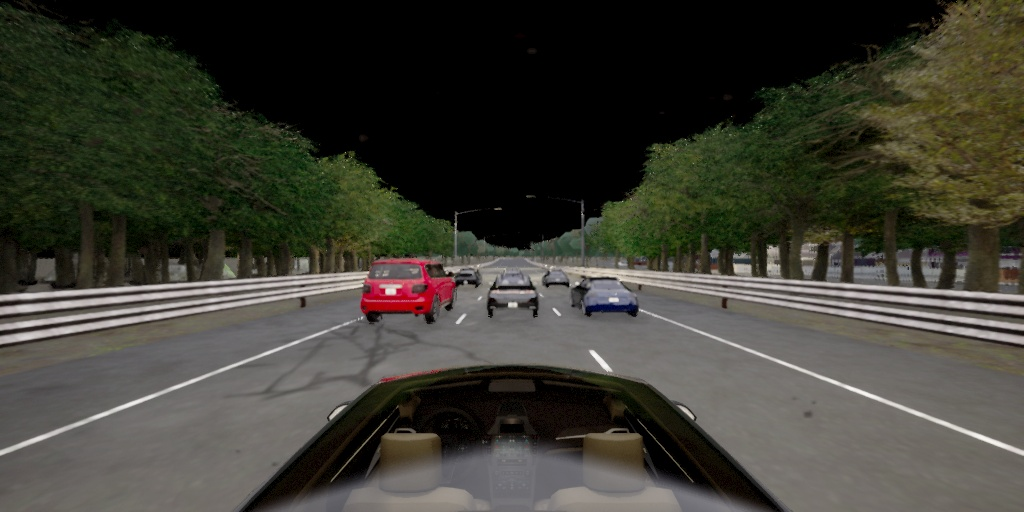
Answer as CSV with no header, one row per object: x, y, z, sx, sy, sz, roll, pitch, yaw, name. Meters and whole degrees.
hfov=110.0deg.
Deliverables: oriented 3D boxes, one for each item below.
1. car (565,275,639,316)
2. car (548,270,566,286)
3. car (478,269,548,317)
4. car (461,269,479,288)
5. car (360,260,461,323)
3.549,1.523,14.427,1.994,1.385,4.181,0,-1,1,car
3.554,1.844,29.595,1.994,1.385,4.181,0,-1,1,car
0.047,1.445,14.196,2.128,1.511,4.902,0,-1,1,car
-3.451,1.778,29.285,1.837,1.490,4.892,0,-1,1,car
-3.467,1.154,13.005,2.150,2.045,5.566,0,-1,1,car
